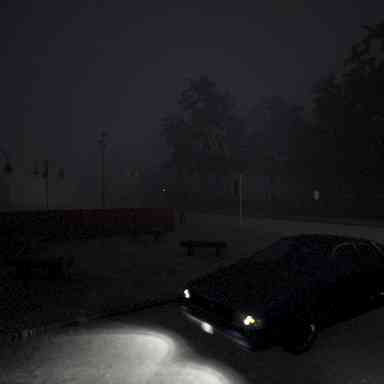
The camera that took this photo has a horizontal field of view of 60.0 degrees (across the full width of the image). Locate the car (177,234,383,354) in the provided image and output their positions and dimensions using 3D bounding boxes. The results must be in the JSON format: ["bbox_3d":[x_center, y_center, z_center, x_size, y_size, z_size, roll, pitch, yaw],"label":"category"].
[{"bbox_3d":[2.381,1.547,6.298,5.357,1.411,2.033,0,0,-35],"label":"car"}]
